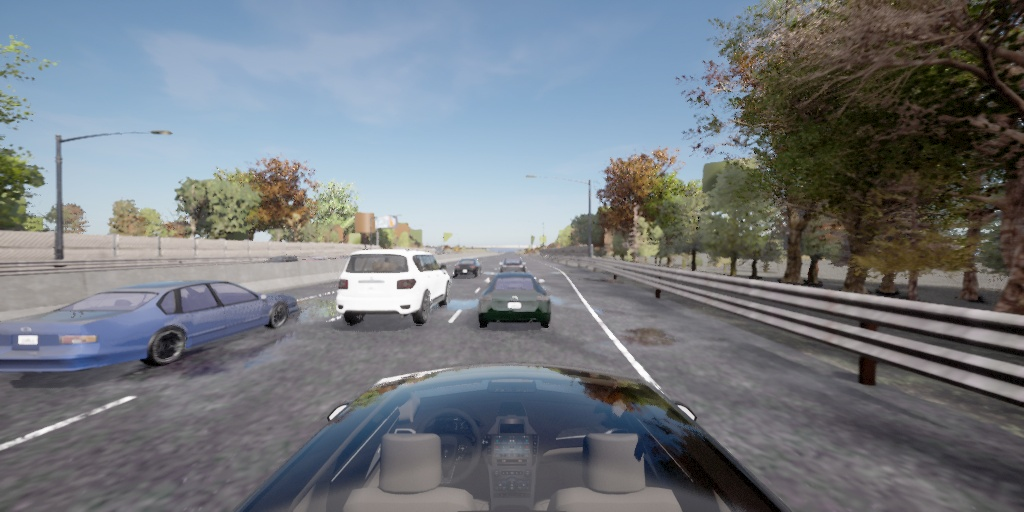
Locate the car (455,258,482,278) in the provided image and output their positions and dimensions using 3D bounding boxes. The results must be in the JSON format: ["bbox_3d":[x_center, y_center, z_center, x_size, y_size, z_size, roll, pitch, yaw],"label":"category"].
[{"bbox_3d":[-3.450,0.908,28.548,1.812,1.442,4.674,0,1,0],"label":"car"}]

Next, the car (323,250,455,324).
[{"bbox_3d":[-3.428,0.835,11.437,2.150,2.045,5.566,0,1,0],"label":"car"}]

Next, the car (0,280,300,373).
[{"bbox_3d":[-6.940,1.215,7.662,2.033,1.411,5.357,0,1,0],"label":"car"}]

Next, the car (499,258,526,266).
[{"bbox_3d":[0.054,0.888,27.511,2.128,1.511,4.902,0,1,0],"label":"car"}]

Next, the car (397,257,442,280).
[{"bbox_3d":[-6.945,0.887,27.501,2.128,1.511,4.902,0,1,0],"label":"car"}]

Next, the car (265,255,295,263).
[{"bbox_3d":[-28.097,0.683,43.988,1.837,1.490,4.892,0,1,0],"label":"car"}]

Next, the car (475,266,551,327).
[{"bbox_3d":[0.070,1.185,11.038,1.994,1.385,4.181,0,1,0],"label":"car"}]

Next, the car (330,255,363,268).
[{"bbox_3d":[-21.127,0.631,46.047,1.882,1.535,5.008,0,0,0],"label":"car"}]

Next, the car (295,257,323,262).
[{"bbox_3d":[-24.629,0.766,45.098,1.895,1.301,4.718,0,1,0],"label":"car"}]
